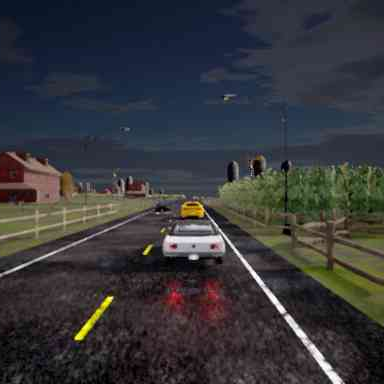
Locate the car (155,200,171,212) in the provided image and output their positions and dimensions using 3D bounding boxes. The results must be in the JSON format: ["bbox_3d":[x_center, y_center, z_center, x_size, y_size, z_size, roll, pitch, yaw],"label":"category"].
[{"bbox_3d":[-3.667,1.800,43.299,2.033,1.411,5.357,0,0,0],"label":"car"}]

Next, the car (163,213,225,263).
[{"bbox_3d":[0.060,1.666,12.135,1.895,1.301,4.718,0,0,0],"label":"car"}]

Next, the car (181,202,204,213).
[{"bbox_3d":[0.040,1.651,30.615,1.882,1.535,5.008,0,0,0],"label":"car"}]
